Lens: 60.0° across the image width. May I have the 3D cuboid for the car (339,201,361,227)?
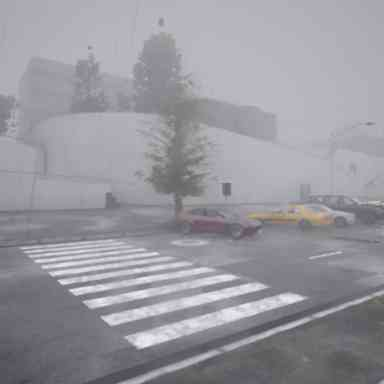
[{"bbox_3d":[8.662,1.557,22.749,4.674,1.452,2.002,-1,-1,34],"label":"car"}]

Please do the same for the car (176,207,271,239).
[{"bbox_3d":[1.352,1.539,17.505,4.792,1.488,2.163,-1,-1,35],"label":"car"}]

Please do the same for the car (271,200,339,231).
[{"bbox_3d":[6.062,1.517,21.102,5.366,1.575,1.946,-1,-1,35],"label":"car"}]

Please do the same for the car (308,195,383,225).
[{"bbox_3d":[11.137,1.265,24.478,5.566,2.045,2.435,-1,-1,35],"label":"car"}]
